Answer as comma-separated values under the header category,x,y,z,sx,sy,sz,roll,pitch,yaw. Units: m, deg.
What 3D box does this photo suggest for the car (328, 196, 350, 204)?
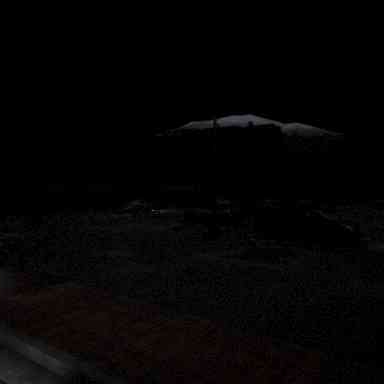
category,x,y,z,sx,sy,sz,roll,pitch,yaw
car,24.427,1.477,55.551,3.633,1.501,1.845,0,0,35

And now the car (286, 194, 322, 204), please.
category,x,y,z,sx,sy,sz,roll,pitch,yaw
car,12.230,1.184,37.856,3.866,1.878,1.905,0,0,35

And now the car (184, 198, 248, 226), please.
category,x,y,z,sx,sy,sz,roll,pitch,yaw
car,1.386,1.344,21.994,3.806,1.475,1.970,0,0,35

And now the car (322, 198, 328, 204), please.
category,x,y,z,sx,sy,sz,roll,pitch,yaw
car,13.573,1.202,40.465,4.605,1.855,1.932,0,0,35

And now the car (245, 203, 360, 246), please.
category,x,y,z,sx,sy,sz,roll,pitch,yaw
car,5.020,1.458,14.930,4.514,1.523,2.007,0,0,35

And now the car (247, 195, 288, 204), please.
category,x,y,z,sx,sy,sz,roll,pitch,yaw
car,4.833,1.263,27.417,5.027,1.636,2.152,0,0,35

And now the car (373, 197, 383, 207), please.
category,x,y,z,sx,sy,sz,roll,pitch,yaw
car,28.759,1.538,48.829,3.806,1.475,1.970,0,0,35

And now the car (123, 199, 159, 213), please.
category,x,y,z,sx,sy,sz,roll,pitch,yaw
car,-5.612,1.524,37.017,1.812,1.442,4.674,0,0,35
